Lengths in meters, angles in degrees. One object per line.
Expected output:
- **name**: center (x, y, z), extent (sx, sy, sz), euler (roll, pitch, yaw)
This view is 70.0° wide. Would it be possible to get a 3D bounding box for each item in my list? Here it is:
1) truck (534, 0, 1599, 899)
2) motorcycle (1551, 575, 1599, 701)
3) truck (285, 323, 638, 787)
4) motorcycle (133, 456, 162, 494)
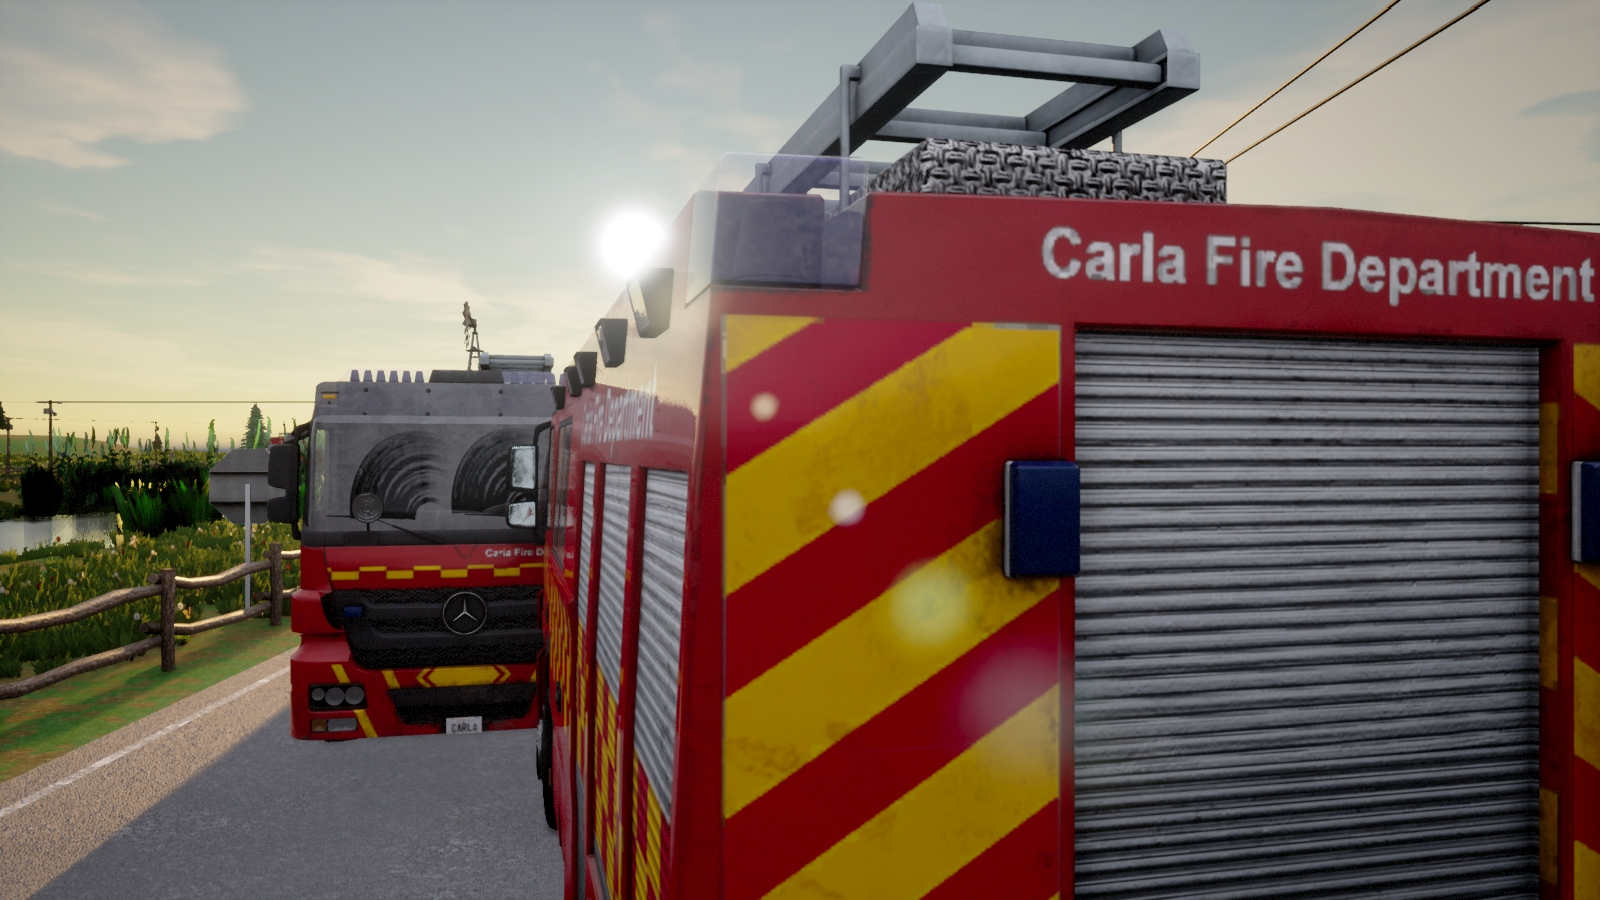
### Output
- **truck**: center (-0.003, 0.867, 6.872), extent (2.891, 3.827, 8.468), euler (0, 0, -14)
- **motorcycle**: center (9.791, 2.142, 13.137), extent (1.805, 1.316, 0.856), euler (0, 0, -7)
- **truck**: center (-3.907, 0.862, 13.892), extent (2.891, 3.827, 8.468), euler (0, 0, -14)
- **motorcycle**: center (-41.406, 1.577, 72.551), extent (0.803, 2.348, 2.033), euler (0, 0, -4)
